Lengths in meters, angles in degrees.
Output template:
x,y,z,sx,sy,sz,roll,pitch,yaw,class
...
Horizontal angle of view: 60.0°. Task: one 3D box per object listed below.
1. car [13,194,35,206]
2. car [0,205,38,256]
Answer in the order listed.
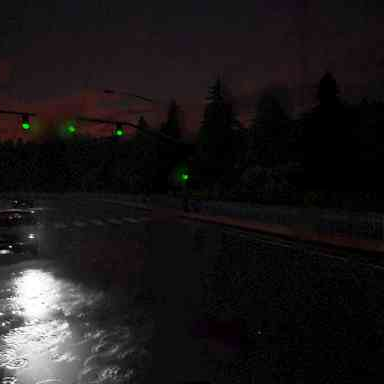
x,y,z,sx,sy,sz,roll,pitch,yaw,class
-17.855,0.914,35.281,1.812,1.442,4.674,-1,1,-27,car
-6.513,1.407,11.798,1.895,1.301,4.718,-2,2,-26,car
